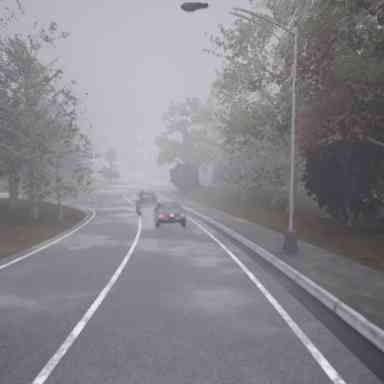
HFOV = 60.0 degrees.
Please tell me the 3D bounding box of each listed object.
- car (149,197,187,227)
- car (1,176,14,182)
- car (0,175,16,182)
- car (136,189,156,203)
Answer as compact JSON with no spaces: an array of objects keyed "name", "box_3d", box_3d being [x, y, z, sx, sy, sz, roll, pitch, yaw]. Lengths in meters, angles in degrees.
[{"name":"car","box_3d":[-1.485,1.298,21.122,2.033,1.411,5.357,-1,2,-8]},{"name":"car","box_3d":[-41.217,-2.912,75.431,1.994,1.385,4.181,2,5,24]},{"name":"car","box_3d":[-43.926,-3.106,77.256,2.128,1.511,4.902,3,5,29]},{"name":"car","box_3d":[-5.234,0.410,37.831,2.128,1.511,4.902,-1,4,-16]}]
